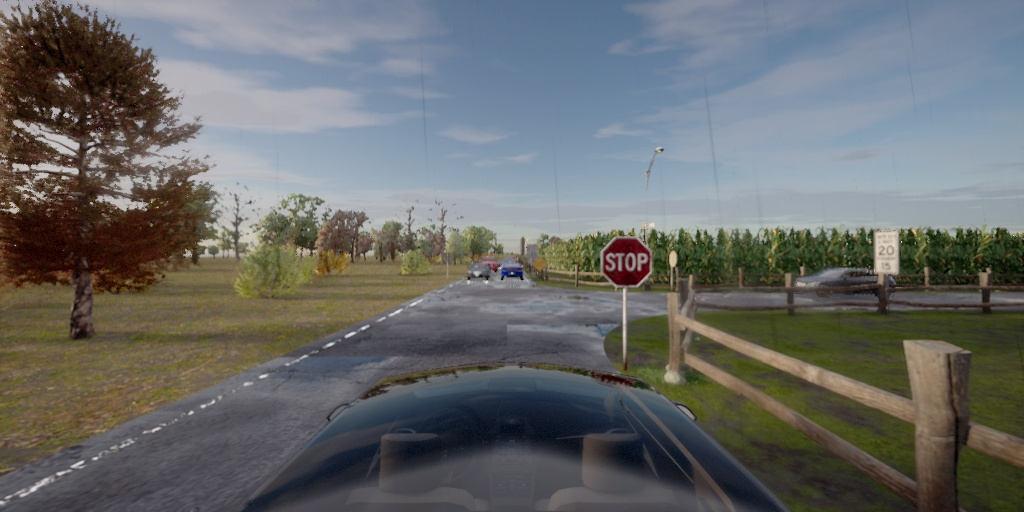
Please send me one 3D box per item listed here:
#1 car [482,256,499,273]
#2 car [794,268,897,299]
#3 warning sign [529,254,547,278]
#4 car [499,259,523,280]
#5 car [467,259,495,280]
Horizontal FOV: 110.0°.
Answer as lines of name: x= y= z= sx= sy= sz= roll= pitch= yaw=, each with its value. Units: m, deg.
car: x=-2.980 y=1.096 z=46.429 sx=2.150 sy=2.045 sz=5.566 roll=0 pitch=1 yaw=1
car: x=16.770 y=1.355 z=18.283 sx=4.674 sy=1.442 sz=1.812 roll=0 pitch=0 yaw=-1
warning sign: x=2.356 y=0.955 z=30.465 sx=1.300 sy=1.860 sz=1.060 roll=0 pitch=0 yaw=0
car: x=0.000 y=1.325 z=32.976 sx=1.882 sy=1.535 sz=5.008 roll=0 pitch=0 yaw=0
car: x=-2.945 y=1.337 z=32.601 sx=2.128 sy=1.511 sz=4.902 roll=0 pitch=0 yaw=0
